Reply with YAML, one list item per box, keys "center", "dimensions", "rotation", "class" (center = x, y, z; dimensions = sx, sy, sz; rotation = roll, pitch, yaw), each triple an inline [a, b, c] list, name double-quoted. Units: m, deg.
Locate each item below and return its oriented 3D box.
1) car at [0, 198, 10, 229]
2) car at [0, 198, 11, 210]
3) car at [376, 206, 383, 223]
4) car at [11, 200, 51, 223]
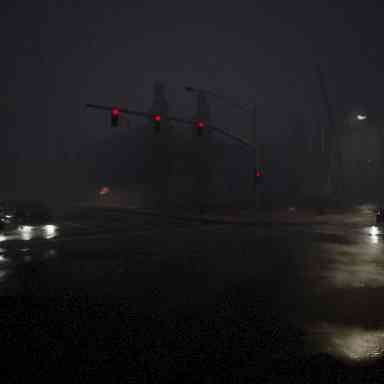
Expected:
- center: [-13.077, 1.187, 20.608]
  dimensions: [2.150, 2.045, 5.566]
  rotation: [0, 0, -36]
  class: "car"
- center: [-24.572, 1.467, 42.290]
  dimensions: [2.033, 1.411, 5.357]
  rotation: [0, 0, -36]
  class: "car"
- center: [14.607, 1.336, 22.957]
  dimensions: [5.008, 1.535, 1.882]
  rotation: [0, 0, -37]
  class: "car"
- center: [-12.122, 1.421, 25.234]
  dimensions: [1.882, 1.535, 5.008]
  rotation: [0, 0, -36]
  class: "car"
